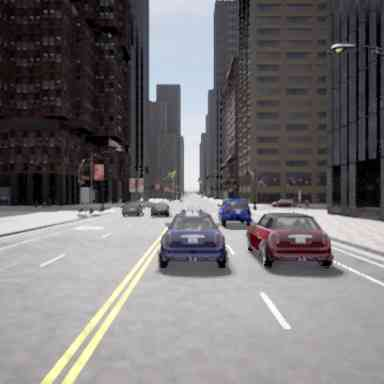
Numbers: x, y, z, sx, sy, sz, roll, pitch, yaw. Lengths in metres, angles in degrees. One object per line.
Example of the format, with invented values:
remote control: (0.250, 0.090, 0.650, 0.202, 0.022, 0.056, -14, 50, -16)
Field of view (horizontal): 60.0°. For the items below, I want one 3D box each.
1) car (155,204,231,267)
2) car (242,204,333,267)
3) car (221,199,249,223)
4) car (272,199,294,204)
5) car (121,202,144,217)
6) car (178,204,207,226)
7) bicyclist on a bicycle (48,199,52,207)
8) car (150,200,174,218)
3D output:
car: (0.043, 1.503, 12.152, 2.097, 1.767, 4.553, 0, -1, 0)
car: (3.293, 1.503, 12.153, 2.097, 1.767, 4.553, 0, -1, 1)
car: (3.280, 1.538, 26.108, 2.150, 2.045, 5.566, 0, 0, 0)
car: (16.667, 2.059, 61.111, 4.097, 1.590, 1.967, 0, 0, 0)
car: (-6.554, 1.943, 37.044, 1.837, 1.490, 4.892, 0, -1, 0)
car: (0.039, 1.819, 27.229, 2.128, 1.511, 4.902, 0, -1, 0)
bicyclist on a bicycle: (-25.902, 1.983, 60.843, 0.582, 1.620, 1.656, 0, 0, 0)
car: (-3.313, 1.901, 35.844, 1.882, 1.535, 5.008, 0, -1, 0)
